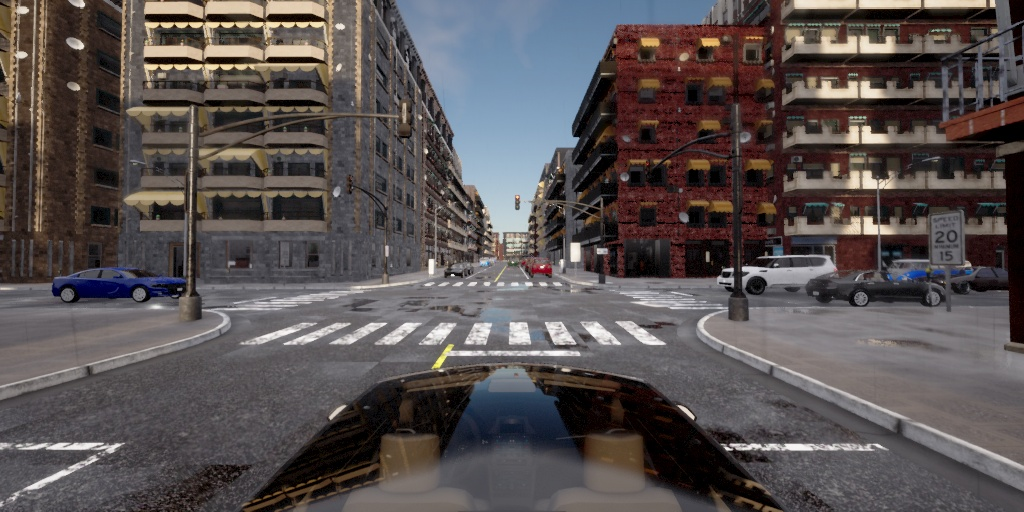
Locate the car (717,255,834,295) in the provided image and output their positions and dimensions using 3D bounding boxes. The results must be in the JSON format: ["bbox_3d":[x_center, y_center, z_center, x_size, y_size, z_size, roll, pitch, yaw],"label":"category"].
[{"bbox_3d":[14.066,0.970,19.088,5.566,2.045,2.150,0,-1,0],"label":"car"}]

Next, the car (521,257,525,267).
[{"bbox_3d":[2.662,1.086,45.093,2.192,1.841,5.009,0,0,0],"label":"car"}]

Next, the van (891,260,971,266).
[{"bbox_3d":[24.946,1.115,21.479,3.998,1.789,1.690,0,0,0],"label":"van"}]

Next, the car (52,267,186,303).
[{"bbox_3d":[-17.582,1.254,16.284,5.008,1.535,1.882,0,-1,0],"label":"car"}]

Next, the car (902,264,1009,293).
[{"bbox_3d":[24.539,1.271,19.028,5.357,1.411,2.033,0,-1,0],"label":"car"}]

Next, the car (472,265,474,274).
[{"bbox_3d":[-5.231,1.331,39.503,1.948,1.339,4.313,0,0,0],"label":"car"}]

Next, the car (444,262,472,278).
[{"bbox_3d":[-5.243,1.328,33.942,1.948,1.339,4.313,0,0,0],"label":"car"}]

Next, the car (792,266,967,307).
[{"bbox_3d":[13.771,1.186,13.652,4.403,1.370,2.007,0,0,0],"label":"car"}]

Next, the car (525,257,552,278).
[{"bbox_3d":[2.638,1.077,33.970,2.192,1.841,5.009,0,0,0],"label":"car"}]

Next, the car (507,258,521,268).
[{"bbox_3d":[0.235,1.179,64.489,2.097,1.767,4.553,0,0,0],"label":"car"}]
